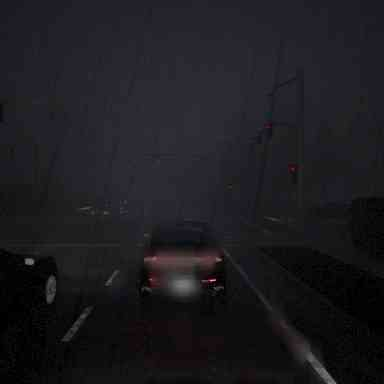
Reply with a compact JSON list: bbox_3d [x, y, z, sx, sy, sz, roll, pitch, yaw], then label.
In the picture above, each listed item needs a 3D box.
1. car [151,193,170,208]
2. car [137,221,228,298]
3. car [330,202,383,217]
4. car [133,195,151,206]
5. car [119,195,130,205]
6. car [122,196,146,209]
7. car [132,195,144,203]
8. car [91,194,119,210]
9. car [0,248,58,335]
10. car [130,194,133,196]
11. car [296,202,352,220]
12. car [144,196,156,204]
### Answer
[{"bbox_3d":[-4.337,1.352,48.905,2.097,1.767,4.553,0,0,-1],"label":"car"},{"bbox_3d":[-0.247,1.492,8.498,2.128,1.511,4.902,0,0,-2],"label":"car"},{"bbox_3d":[15.459,1.601,30.658,4.718,1.301,1.895,0,0,0],"label":"car"},{"bbox_3d":[-8.130,1.564,55.225,1.994,1.385,4.181,0,0,-1],"label":"car"},{"bbox_3d":[-11.601,1.505,53.222,1.837,1.490,4.892,0,0,-1],"label":"car"},{"bbox_3d":[-7.989,1.601,46.459,1.895,1.301,4.718,0,0,-1],"label":"car"},{"bbox_3d":[-11.859,1.478,73.203,1.882,1.535,5.008,0,0,-1],"label":"car"},{"bbox_3d":[-11.446,1.221,43.395,2.150,2.045,5.566,0,0,-2],"label":"car"},{"bbox_3d":[-3.613,1.478,4.832,1.882,1.535,5.008,0,0,-2],"label":"car"},{"bbox_3d":[-11.735,1.352,63.132,2.097,1.767,4.553,0,0,0],"label":"car"},{"bbox_3d":[11.388,1.547,27.192,5.357,1.411,2.033,0,0,0],"label":"car"},{"bbox_3d":[-8.251,1.526,65.047,1.812,1.442,4.674,0,0,-1],"label":"car"}]
